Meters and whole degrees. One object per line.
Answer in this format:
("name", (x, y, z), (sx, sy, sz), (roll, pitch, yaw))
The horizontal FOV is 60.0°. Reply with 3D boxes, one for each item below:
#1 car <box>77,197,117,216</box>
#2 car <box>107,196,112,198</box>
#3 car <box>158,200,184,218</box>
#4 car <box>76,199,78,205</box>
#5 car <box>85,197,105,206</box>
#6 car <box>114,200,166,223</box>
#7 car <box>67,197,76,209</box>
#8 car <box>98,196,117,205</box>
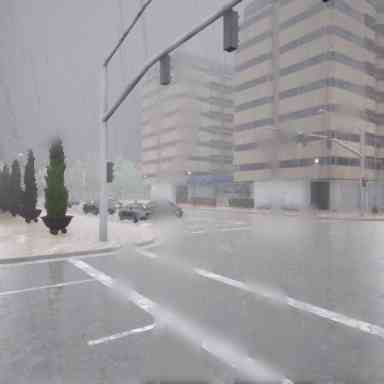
("car", (-9.430, 1.547, 33.363), (2.033, 1.411, 5.357), (0, 0, -35))
("car", (-9.865, 1.490, 40.102), (2.128, 1.511, 4.902), (0, 0, -35))
("car", (-2.612, 1.505, 29.718), (1.837, 1.490, 4.892), (0, 0, -35))
("car", (-19.834, 1.564, 54.512), (1.994, 1.385, 4.181), (0, 0, -34))
("car", (-16.407, 1.564, 55.918), (1.994, 1.385, 4.181), (0, 0, -35))
("car", (-4.135, 1.564, 25.786), (1.994, 1.385, 4.181), (0, 0, -35))
("car", (-17.796, 1.478, 45.372), (1.882, 1.535, 5.008), (0, 0, -35))
("car", (-15.555, 1.526, 60.807), (1.812, 1.442, 4.674), (0, 0, -35))
